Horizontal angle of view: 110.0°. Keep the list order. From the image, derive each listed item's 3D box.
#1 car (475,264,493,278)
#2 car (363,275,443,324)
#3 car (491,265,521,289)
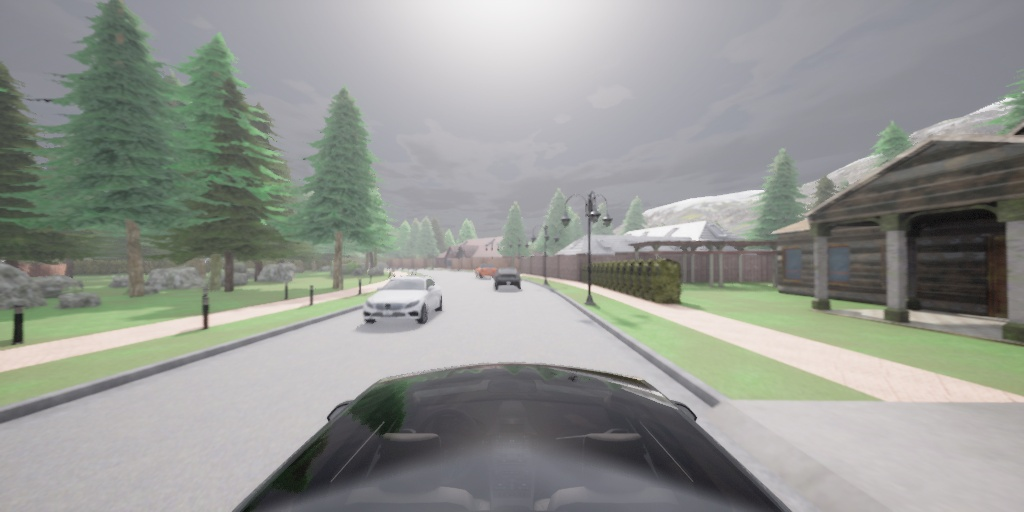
[{"bbox_3d":[-3.086,1.679,42.391,2.097,1.767,4.553,0,-1,-14],"label":"car"},{"bbox_3d":[-3.640,1.433,12.785,1.812,1.442,4.674,0,-1,0],"label":"car"},{"bbox_3d":[-0.428,1.612,26.772,1.837,1.490,4.892,0,-1,-5],"label":"car"}]
